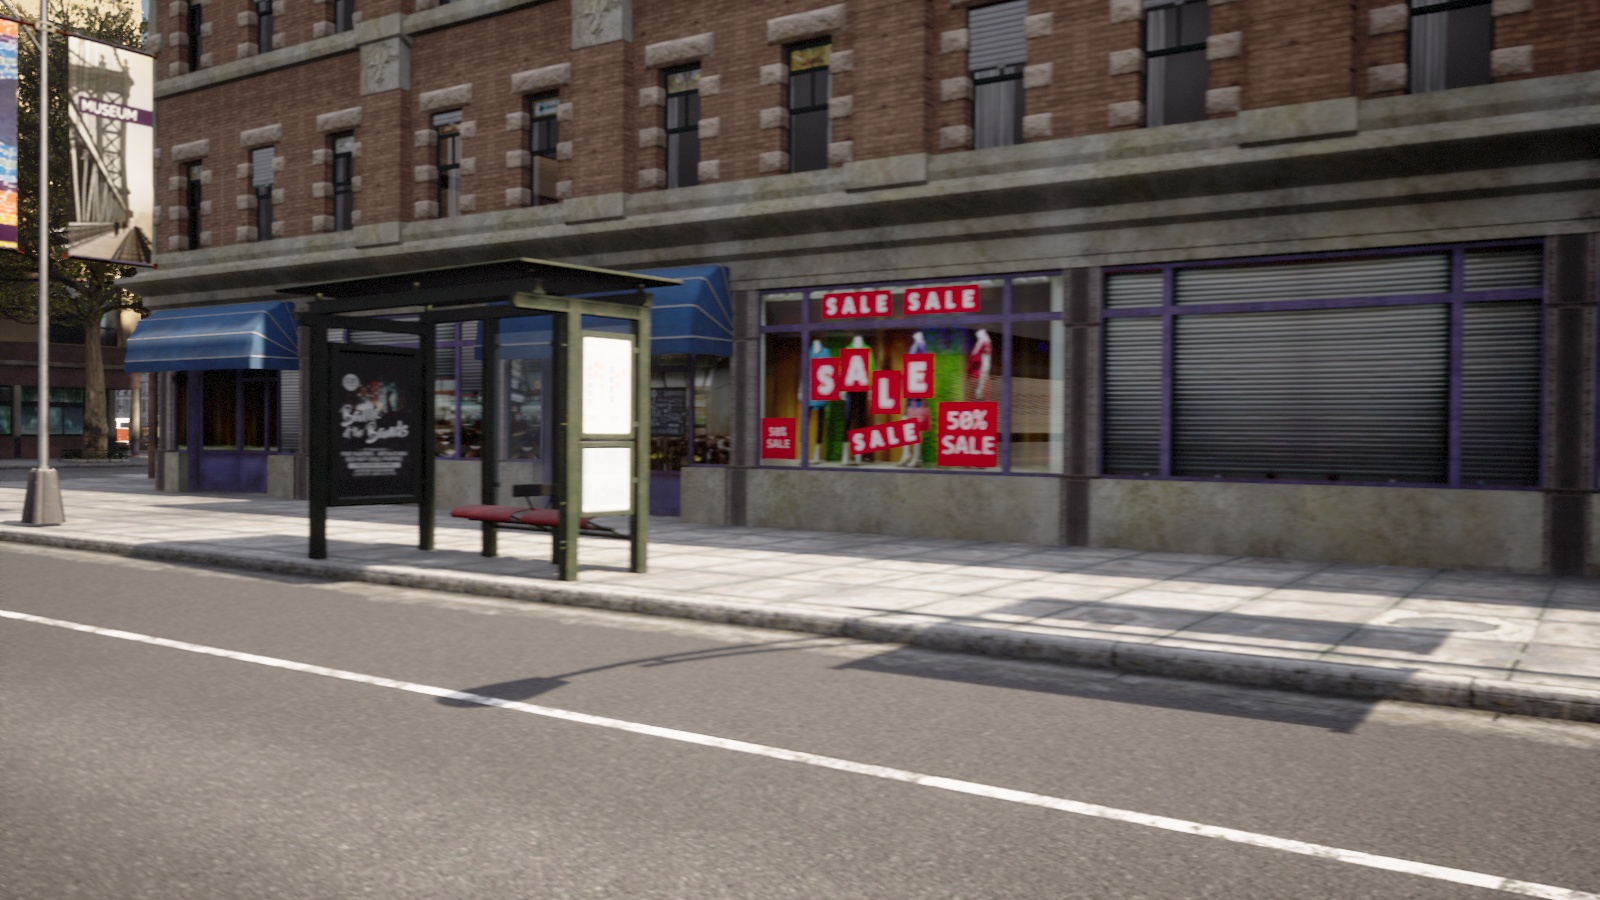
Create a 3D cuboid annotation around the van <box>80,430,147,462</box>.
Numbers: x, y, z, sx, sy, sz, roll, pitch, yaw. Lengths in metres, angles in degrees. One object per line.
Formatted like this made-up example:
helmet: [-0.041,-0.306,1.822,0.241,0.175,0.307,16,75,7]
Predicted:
van: [-45.863,-0.280,83.842,4.480,2.038,2.069,-1,0,34]
